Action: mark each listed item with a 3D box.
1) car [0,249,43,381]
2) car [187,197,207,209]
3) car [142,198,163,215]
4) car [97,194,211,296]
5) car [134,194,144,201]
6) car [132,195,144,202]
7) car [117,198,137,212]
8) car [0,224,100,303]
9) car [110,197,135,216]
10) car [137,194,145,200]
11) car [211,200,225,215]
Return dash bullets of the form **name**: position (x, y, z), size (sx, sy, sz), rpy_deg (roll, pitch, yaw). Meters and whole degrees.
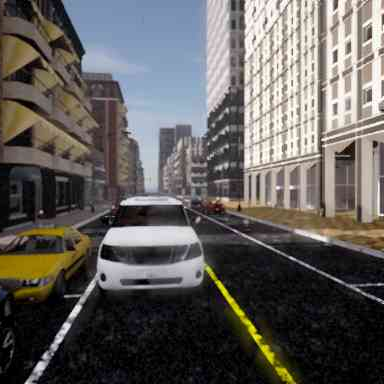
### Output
- **car**: position (-2.923, 1.553, 2.614), size (1.947, 1.339, 4.313), rpy_deg (0, 0, -7)
- **car**: position (0.614, 1.344, 42.877), size (2.008, 1.369, 4.403), rpy_deg (0, 0, -7)
- **car**: position (-3.846, 1.347, 32.451), size (1.837, 1.490, 4.892), rpy_deg (0, 0, -7)
- **car**: position (-1.089, 1.176, 8.976), size (2.150, 2.045, 5.566), rpy_deg (0, 0, -7)
- **car**: position (-11.120, 1.230, 69.898), size (2.008, 1.369, 4.403), rpy_deg (0, 0, -7)
- **car**: position (-10.437, 1.254, 64.291), size (2.008, 1.369, 4.403), rpy_deg (0, 0, -7)
- **car**: position (-7.021, 1.408, 36.256), size (1.802, 1.307, 4.206), rpy_deg (0, 0, -7)
- **car**: position (-3.586, 1.485, 8.052), size (1.752, 1.417, 4.829), rpy_deg (0, 0, -7)
- **car**: position (-6.338, 1.292, 30.648), size (1.967, 1.590, 4.097), rpy_deg (0, 0, -7)
- **car**: position (-12.732, 1.209, 82.715), size (1.802, 1.307, 4.206), rpy_deg (0, 0, -7)
- **car**: position (1.981, 1.389, 31.662), size (1.887, 1.381, 4.507), rpy_deg (0, 0, -7)
